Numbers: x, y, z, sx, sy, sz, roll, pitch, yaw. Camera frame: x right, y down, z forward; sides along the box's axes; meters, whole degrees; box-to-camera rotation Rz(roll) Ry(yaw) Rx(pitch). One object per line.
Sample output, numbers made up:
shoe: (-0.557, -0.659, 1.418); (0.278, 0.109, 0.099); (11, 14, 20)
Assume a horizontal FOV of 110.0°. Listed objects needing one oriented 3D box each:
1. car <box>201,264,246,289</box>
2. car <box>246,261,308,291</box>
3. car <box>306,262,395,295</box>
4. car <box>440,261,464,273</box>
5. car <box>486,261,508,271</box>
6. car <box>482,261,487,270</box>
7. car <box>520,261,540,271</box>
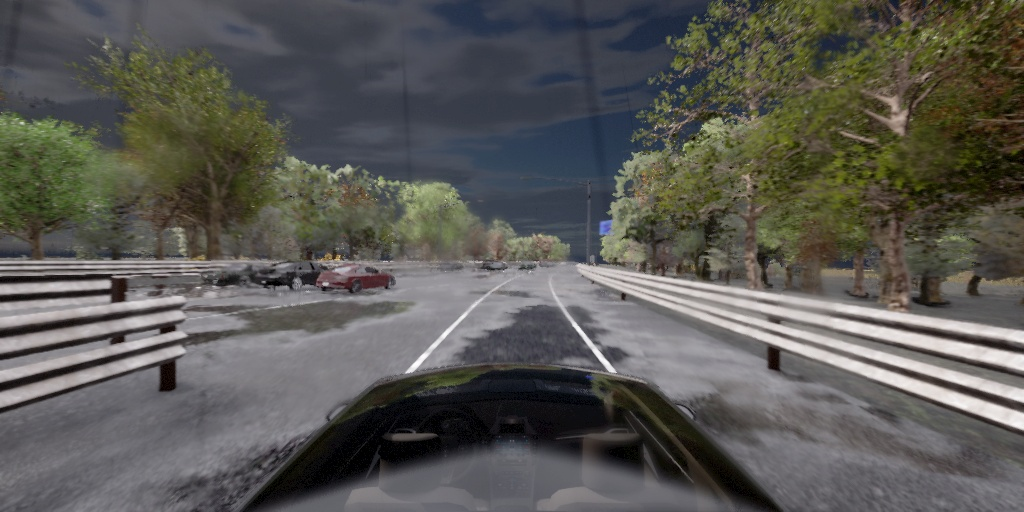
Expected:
car: (-14.801, 1.115, 20.741); (1.895, 1.301, 4.718); (0, -1, 15)
car: (-11.438, 1.046, 19.780); (1.837, 1.490, 4.892); (0, -1, 15)
car: (-8.050, 1.148, 18.853); (1.812, 1.442, 4.674); (2, 0, 15)
car: (-7.877, 1.412, 47.501); (2.128, 1.511, 4.902); (0, -1, 14)
car: (-2.001, 1.662, 56.274); (1.994, 1.385, 4.181); (0, -1, 14)
car: (-3.884, 1.666, 62.992); (1.837, 1.490, 4.892); (0, -1, 14)
car: (2.860, 1.565, 61.135); (2.097, 1.767, 4.553); (0, -1, 14)
